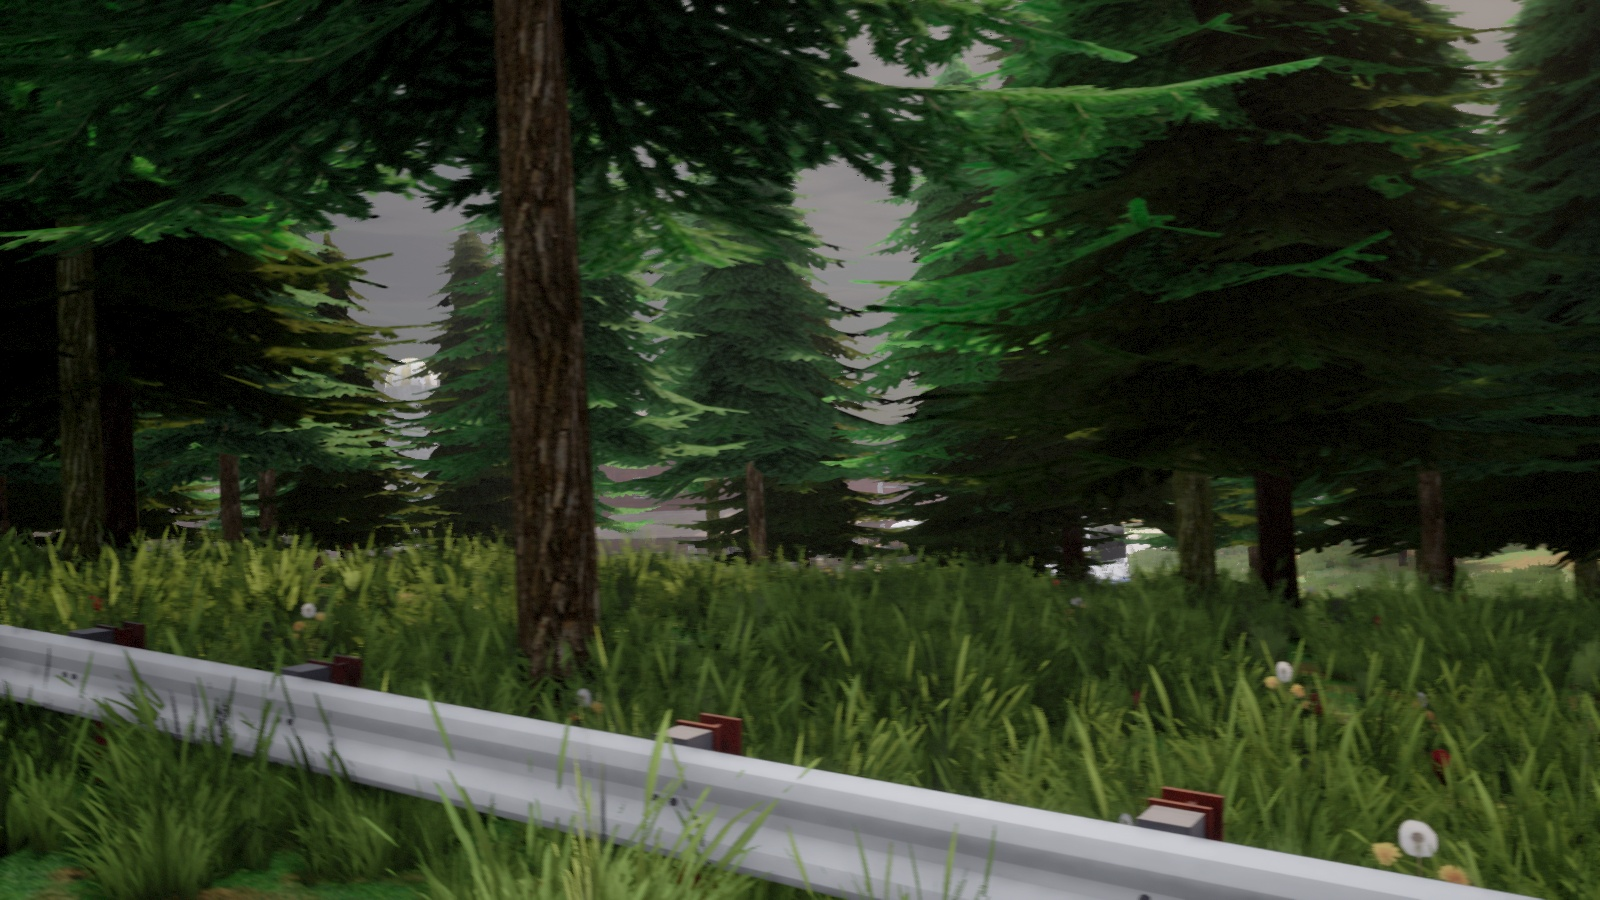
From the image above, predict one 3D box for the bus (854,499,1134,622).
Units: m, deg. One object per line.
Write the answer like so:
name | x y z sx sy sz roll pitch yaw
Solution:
bus | 7.568 4.457 50.335 10.273 4.253 3.944 -6 -2 41
